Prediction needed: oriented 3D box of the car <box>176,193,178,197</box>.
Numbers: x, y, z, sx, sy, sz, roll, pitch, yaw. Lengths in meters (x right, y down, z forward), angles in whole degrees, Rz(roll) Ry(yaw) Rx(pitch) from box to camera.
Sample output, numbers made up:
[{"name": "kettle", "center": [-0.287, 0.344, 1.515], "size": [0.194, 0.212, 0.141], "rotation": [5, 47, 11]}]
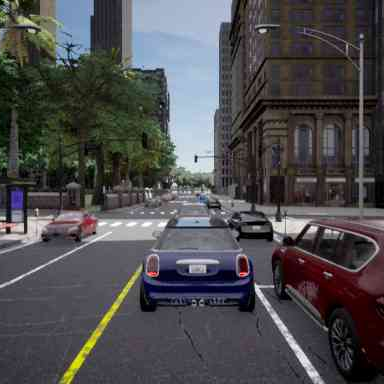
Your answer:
[{"name": "car", "center": [-5.833, 1.236, 91.466], "size": [2.192, 1.841, 5.009], "rotation": [0, 0, 0]}]

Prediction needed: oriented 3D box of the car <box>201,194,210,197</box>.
[{"name": "car", "center": [2.720, 1.497, 53.680], "size": [1.752, 1.417, 4.829], "rotation": [0, 0, 0]}]

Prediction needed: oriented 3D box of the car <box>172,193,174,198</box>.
[{"name": "car", "center": [-5.822, 1.261, 75.205], "size": [2.192, 1.841, 5.009], "rotation": [0, 0, 0]}]

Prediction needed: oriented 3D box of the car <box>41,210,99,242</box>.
[{"name": "car", "center": [-5.778, 1.578, 16.244], "size": [1.802, 1.307, 4.206], "rotation": [0, 0, 0]}]

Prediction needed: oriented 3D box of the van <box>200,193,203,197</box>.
[{"name": "van", "center": [2.716, 1.308, 58.931], "size": [1.690, 1.788, 3.998], "rotation": [0, 0, 0]}]

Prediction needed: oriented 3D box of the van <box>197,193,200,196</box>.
[{"name": "van", "center": [2.700, 1.280, 80.612], "size": [1.690, 1.788, 3.998], "rotation": [0, 0, 0]}]

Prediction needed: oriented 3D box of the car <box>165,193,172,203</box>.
[{"name": "car", "center": [-5.817, 1.394, 69.785], "size": [1.967, 1.590, 4.097], "rotation": [0, 0, 0]}]

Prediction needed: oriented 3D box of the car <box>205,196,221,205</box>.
[{"name": "car", "center": [2.728, 1.546, 42.670], "size": [1.947, 1.339, 4.313], "rotation": [0, 0, 0]}]

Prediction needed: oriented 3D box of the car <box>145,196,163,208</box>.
[{"name": "car", "center": [-5.801, 1.527, 48.104], "size": [2.008, 1.369, 4.403], "rotation": [0, 0, 0]}]

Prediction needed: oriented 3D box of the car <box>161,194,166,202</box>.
[{"name": "car", "center": [-5.806, 1.412, 53.523], "size": [1.967, 1.590, 4.097], "rotation": [0, 0, 0]}]

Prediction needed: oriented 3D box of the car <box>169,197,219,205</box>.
[{"name": "car", "center": [0.088, 1.347, 17.414], "size": [2.097, 1.767, 4.553], "rotation": [0, 0, 0]}]

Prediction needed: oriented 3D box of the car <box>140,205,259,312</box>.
[{"name": "car", "center": [0.097, 1.351, 7.880], "size": [2.097, 1.767, 4.553], "rotation": [0, 0, 0]}]

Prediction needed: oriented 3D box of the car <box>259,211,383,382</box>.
[{"name": "car", "center": [2.754, 1.314, 5.382], "size": [2.192, 1.841, 5.009], "rotation": [0, 0, 0]}]

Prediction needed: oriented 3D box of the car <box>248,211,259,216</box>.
[{"name": "car", "center": [2.747, 1.562, 16.233], "size": [1.947, 1.339, 4.313], "rotation": [0, 0, 0]}]

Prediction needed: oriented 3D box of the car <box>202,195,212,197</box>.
[{"name": "car", "center": [2.724, 1.542, 48.090], "size": [1.947, 1.339, 4.313], "rotation": [0, 0, 0]}]
